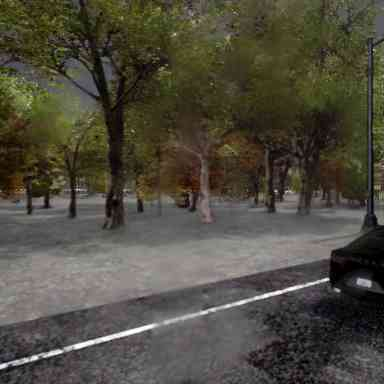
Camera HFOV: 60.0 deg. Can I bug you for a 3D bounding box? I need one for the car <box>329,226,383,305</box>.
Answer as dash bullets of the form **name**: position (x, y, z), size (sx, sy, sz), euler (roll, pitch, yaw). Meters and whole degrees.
- **car**: position (5.088, 1.458, 7.374), size (5.008, 1.535, 1.882), euler (0, 0, -35)
